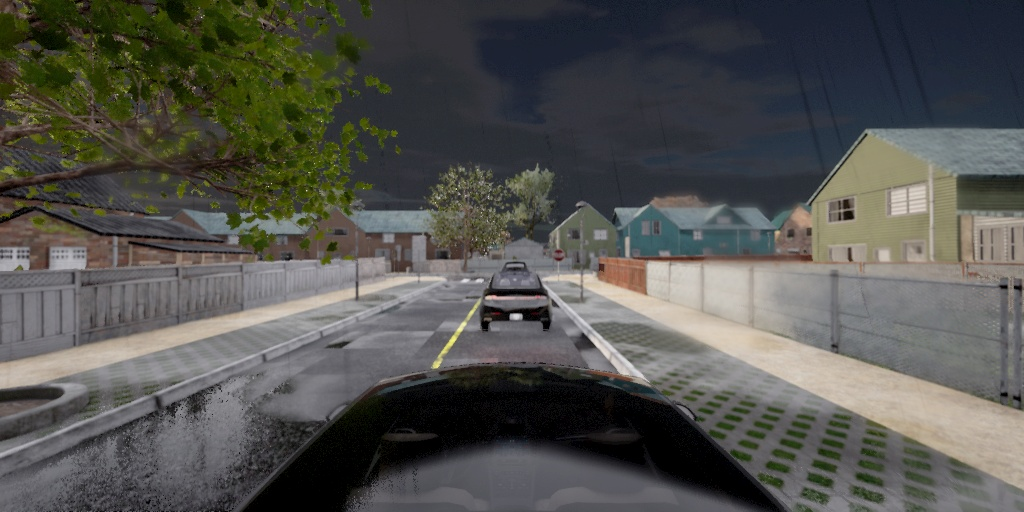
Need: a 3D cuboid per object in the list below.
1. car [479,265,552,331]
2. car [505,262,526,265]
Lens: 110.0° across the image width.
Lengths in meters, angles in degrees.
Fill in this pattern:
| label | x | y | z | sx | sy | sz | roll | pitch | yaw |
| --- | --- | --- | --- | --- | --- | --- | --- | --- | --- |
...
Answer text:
| label | x | y | z | sx | sy | sz | roll | pitch | yaw |
| --- | --- | --- | --- | --- | --- | --- | --- | --- | --- |
| car | 0.098 | 1.189 | 10.795 | 2.128 | 1.511 | 4.902 | 0 | 0 | 0 |
| car | 0.278 | 1.127 | 23.992 | 1.837 | 1.490 | 4.892 | 0 | 0 | 2 |
